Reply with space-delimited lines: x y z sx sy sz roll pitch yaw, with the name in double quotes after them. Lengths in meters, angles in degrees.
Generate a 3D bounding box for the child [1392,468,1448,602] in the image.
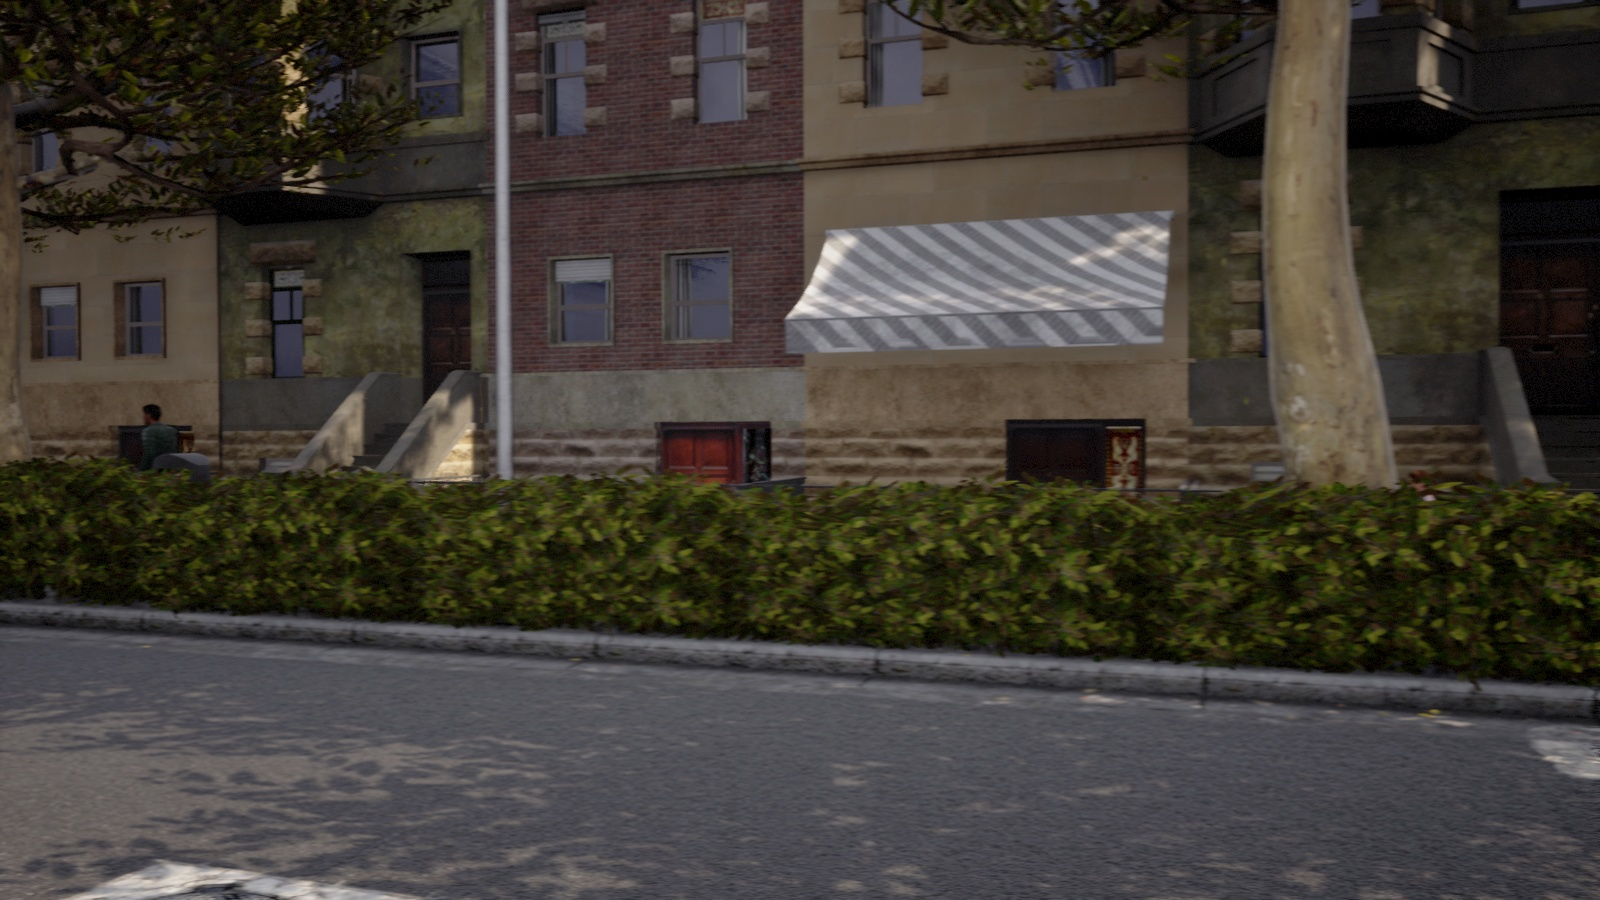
5.260 0.712 10.667 0.394 1.110 0.255 1 1 21 "child"

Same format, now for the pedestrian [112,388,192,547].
-8.072 0.211 15.659 0.788 1.949 0.423 0 1 11 "pedestrian"
